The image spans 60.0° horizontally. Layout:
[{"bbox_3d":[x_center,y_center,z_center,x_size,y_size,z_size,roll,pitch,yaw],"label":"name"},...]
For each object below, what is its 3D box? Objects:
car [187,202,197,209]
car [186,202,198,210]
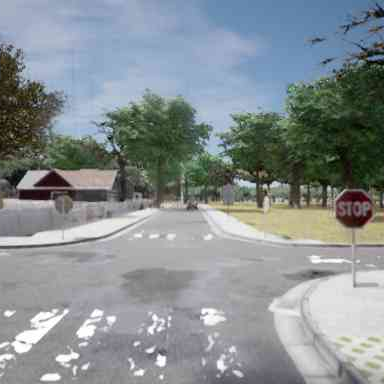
[{"bbox_3d":[0.033,2.616,66.685,1.895,1.301,4.718,0,-1,0],"label":"car"},{"bbox_3d":[0.025,2.370,56.652,1.812,1.442,4.674,0,-1,0],"label":"car"}]
